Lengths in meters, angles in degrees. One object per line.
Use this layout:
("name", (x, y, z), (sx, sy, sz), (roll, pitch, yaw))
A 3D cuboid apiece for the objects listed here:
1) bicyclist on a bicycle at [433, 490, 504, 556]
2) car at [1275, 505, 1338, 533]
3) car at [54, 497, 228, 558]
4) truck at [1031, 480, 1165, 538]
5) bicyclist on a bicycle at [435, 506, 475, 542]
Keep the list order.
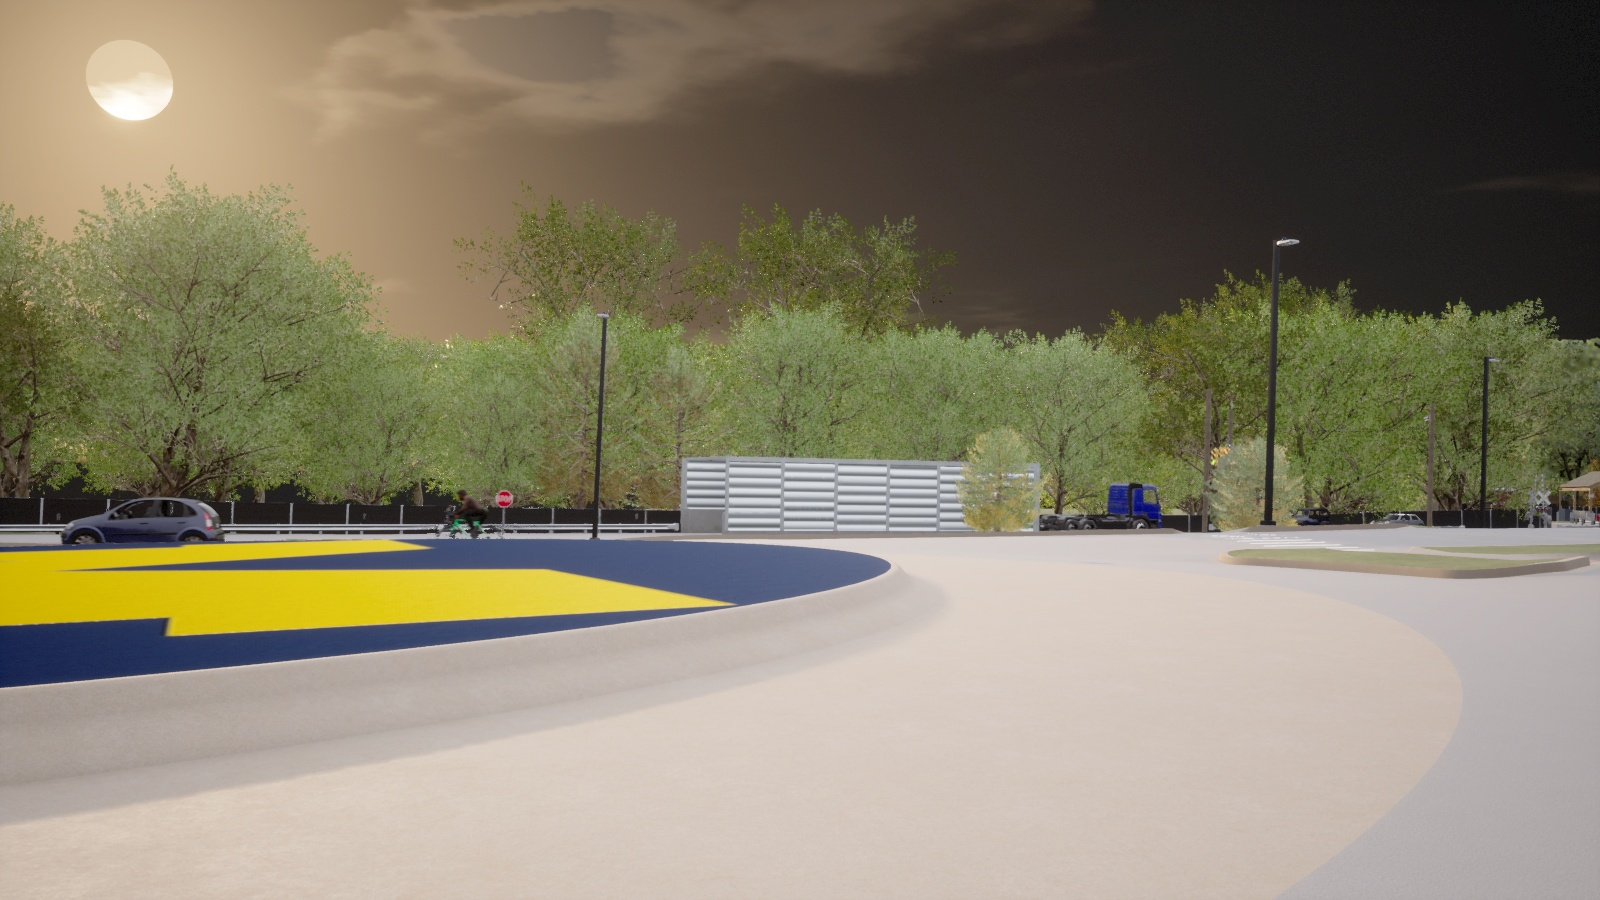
("bicyclist on a bicycle", (-8.520, 1.882, 32.303), (1.656, 1.620, 0.582), (-2, -6, -4))
("car", (35.735, 4.847, 88.593), (3.866, 1.878, 1.905), (1, -1, -21))
("car", (-18.400, 2.166, 35.236), (3.988, 1.617, 1.851), (1, -2, -15))
("truck", (18.621, 3.652, 78.416), (7.936, 3.462, 2.891), (1, -1, -22))
("bicyclist on a bicycle", (-17.361, 3.710, 63.201), (1.843, 1.776, 0.659), (1, -1, -26))
